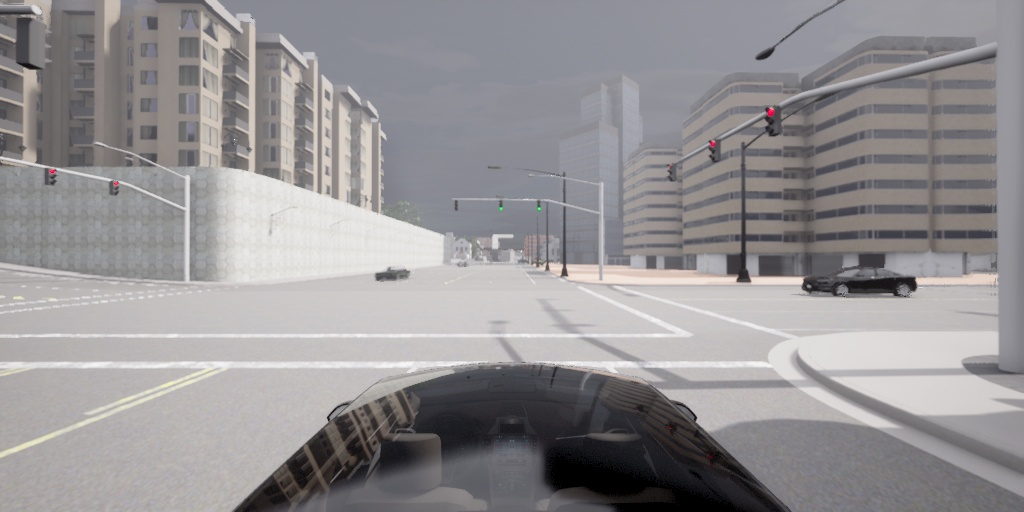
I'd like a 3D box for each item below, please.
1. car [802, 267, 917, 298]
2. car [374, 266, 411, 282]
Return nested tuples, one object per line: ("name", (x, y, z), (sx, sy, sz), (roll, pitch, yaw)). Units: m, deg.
("car", (18.082, 1.324, 18.811), (5.008, 1.535, 1.882), (0, 0, 0))
("car", (-10.452, 1.543, 31.643), (1.895, 1.301, 4.718), (0, 0, 0))
